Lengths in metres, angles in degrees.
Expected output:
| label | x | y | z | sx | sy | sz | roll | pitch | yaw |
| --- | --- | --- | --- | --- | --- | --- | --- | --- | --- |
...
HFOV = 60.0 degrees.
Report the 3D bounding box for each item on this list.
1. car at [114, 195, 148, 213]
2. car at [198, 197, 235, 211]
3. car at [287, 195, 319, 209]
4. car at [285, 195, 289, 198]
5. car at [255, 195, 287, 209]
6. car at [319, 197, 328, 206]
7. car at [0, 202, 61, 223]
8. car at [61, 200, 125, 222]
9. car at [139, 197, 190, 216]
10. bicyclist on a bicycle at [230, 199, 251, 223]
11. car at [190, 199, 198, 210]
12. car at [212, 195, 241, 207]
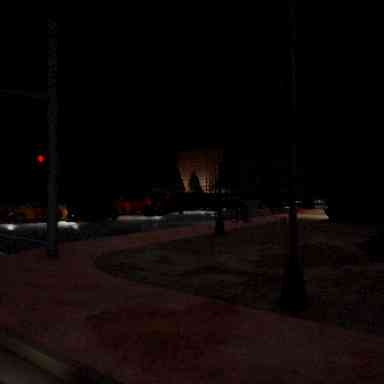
| label | x | y | z | sx | sy | sz | roll | pitch | yaw |
| --- | --- | --- | --- | --- | --- | --- | --- | --- | --- |
| car | -6.670 | 1.291 | 34.584 | 2.150 | 2.045 | 5.566 | 0 | 0 | 37 |
| car | 3.177 | 1.665 | 42.034 | 1.895 | 1.301 | 4.718 | 0 | 0 | 36 |
| car | 15.759 | 1.541 | 47.011 | 2.128 | 1.511 | 4.902 | 0 | 0 | 36 |
| car | 17.247 | 1.608 | 55.108 | 2.033 | 1.411 | 5.357 | 0 | 0 | 36 |
| car | 11.136 | 1.562 | 46.731 | 1.837 | 1.490 | 4.892 | 0 | 0 | 37 |
| car | 21.922 | 1.600 | 55.387 | 2.033 | 1.411 | 5.357 | 0 | 0 | 36 |
| car | -12.563 | 1.544 | 26.588 | 1.882 | 1.535 | 5.008 | 0 | 0 | 37 |
| car | -7.926 | 1.623 | 26.971 | 1.994 | 1.385 | 4.181 | 0 | 0 | 36 |
| car | -2.717 | 1.539 | 34.049 | 1.882 | 1.535 | 5.008 | 0 | 0 | 37 |
| bicyclist on a bicycle | 3.327 | 1.333 | 22.890 | 1.656 | 1.620 | 0.582 | -1 | 0 | 36 |
| car | -0.590 | 1.619 | 42.837 | 2.033 | 1.411 | 5.357 | 0 | 0 | 36 |
| car | 5.409 | 1.639 | 50.912 | 1.994 | 1.385 | 4.181 | 0 | 0 | 37 |
